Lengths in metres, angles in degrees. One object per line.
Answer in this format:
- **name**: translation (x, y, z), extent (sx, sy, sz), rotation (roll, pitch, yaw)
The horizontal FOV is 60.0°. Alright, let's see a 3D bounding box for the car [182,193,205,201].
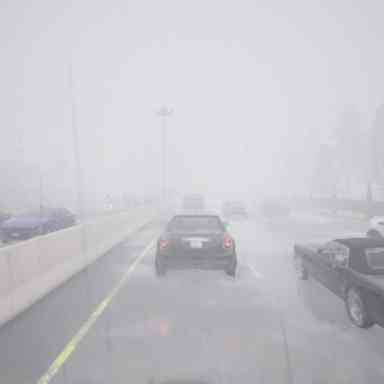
- **car**: translation (0.148, 1.123, 33.921), extent (2.150, 2.045, 5.566), rotation (0, 0, 0)

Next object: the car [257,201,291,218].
- **car**: translation (7.141, 1.466, 29.329), extent (2.033, 1.411, 5.357), rotation (0, 0, 0)

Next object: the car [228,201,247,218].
- **car**: translation (3.641, 1.464, 29.332), extent (2.033, 1.411, 5.357), rotation (0, 0, 0)

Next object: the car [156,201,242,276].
- **car**: translation (0.110, 1.321, 10.404), extent (2.097, 1.767, 4.553), rotation (0, 0, 0)

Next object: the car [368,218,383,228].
- **car**: translation (7.108, 1.198, 9.296), extent (2.150, 2.045, 5.566), rotation (0, 0, 0)

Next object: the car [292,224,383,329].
- **car**: translation (3.602, 1.583, 6.859), extent (1.895, 1.301, 4.718), rotation (0, 0, 0)

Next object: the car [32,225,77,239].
- **car**: translation (-7.080, 1.428, 15.854), extent (1.882, 1.535, 5.008), rotation (0, 0, 0)
